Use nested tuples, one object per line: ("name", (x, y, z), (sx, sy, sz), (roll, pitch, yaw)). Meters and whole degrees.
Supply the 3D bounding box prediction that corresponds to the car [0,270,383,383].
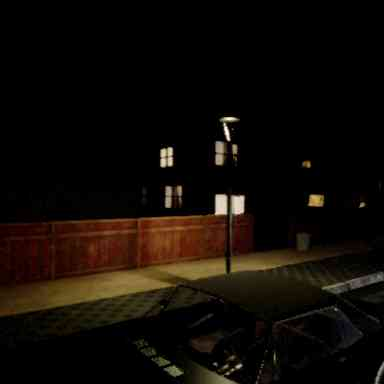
("car", (0.361, 1.622, 3.314), (4.718, 1.301, 1.895), (1, 0, -35))
